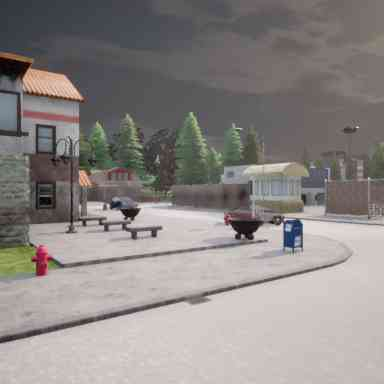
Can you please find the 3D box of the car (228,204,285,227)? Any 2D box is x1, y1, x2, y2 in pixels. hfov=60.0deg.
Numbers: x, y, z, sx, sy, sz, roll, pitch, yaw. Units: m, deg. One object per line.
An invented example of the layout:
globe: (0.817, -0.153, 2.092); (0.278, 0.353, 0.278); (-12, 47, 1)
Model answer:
car: (4.319, 1.564, 22.838); (1.994, 1.385, 4.181); (0, 0, -35)

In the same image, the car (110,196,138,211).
car: (-8.335, 1.351, 40.710); (2.097, 1.767, 4.553); (0, 0, -35)
